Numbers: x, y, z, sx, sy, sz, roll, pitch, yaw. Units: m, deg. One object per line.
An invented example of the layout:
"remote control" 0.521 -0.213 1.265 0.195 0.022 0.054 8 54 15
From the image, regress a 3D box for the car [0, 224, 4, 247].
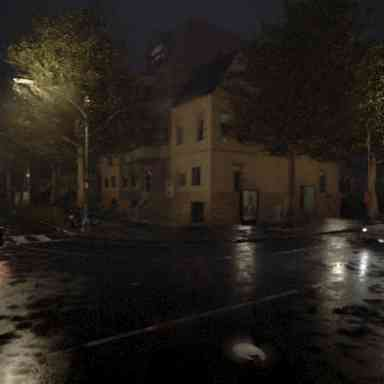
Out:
"car" -9.421 1.529 14.071 1.812 1.442 4.674 0 0 -44

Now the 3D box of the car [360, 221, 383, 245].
"car" 9.731 1.756 15.228 4.718 1.301 1.895 1 0 -35
